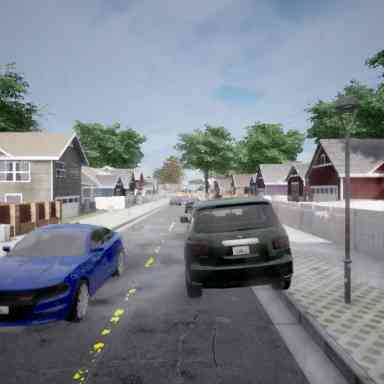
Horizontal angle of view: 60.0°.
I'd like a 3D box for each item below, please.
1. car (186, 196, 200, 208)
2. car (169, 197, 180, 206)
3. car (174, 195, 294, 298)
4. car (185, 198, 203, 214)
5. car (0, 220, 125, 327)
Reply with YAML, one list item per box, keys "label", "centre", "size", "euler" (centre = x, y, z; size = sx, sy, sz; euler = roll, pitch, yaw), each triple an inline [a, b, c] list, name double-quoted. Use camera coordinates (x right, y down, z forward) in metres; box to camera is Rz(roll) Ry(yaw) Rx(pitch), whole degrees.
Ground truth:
- label: "car"
  centre: [0.182, 1.416, 46.601]
  size: [1.882, 1.535, 5.008]
  euler: [0, 0, 1]
- label: "car"
  centre: [-2.577, 1.476, 52.253]
  size: [2.033, 1.411, 5.357]
  euler: [0, 0, 0]
- label: "car"
  centre: [0.902, 1.143, 8.673]
  size: [2.150, 2.045, 5.566]
  euler: [-5, 0, 0]
- label: "car"
  centre: [0.189, 1.461, 36.234]
  size: [1.837, 1.490, 4.892]
  euler: [0, 0, 0]
- label: "car"
  centre: [-2.826, 1.474, 7.419]
  size: [1.882, 1.535, 5.008]
  euler: [0, 0, 0]
